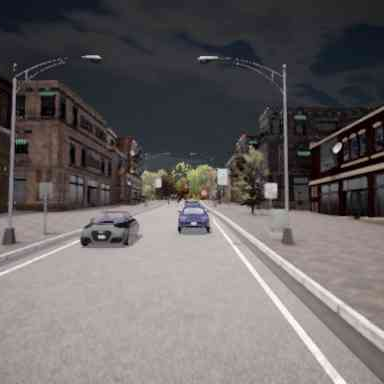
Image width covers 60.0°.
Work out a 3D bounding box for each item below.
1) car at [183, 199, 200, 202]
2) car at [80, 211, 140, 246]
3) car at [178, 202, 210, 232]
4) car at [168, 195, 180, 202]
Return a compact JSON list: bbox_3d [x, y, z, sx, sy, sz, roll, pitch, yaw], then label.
[{"bbox_3d":[-0.026,1.542,40.546,2.128,1.511,4.902,0,0,-1],"label":"car"},{"bbox_3d":[-3.595,1.583,15.187,1.994,1.385,4.181,0,0,0],"label":"car"},{"bbox_3d":[0.101,1.552,20.338,1.812,1.442,4.674,0,0,0],"label":"car"},{"bbox_3d":[-3.090,1.145,56.829,2.097,1.767,4.553,0,0,-1],"label":"car"}]
